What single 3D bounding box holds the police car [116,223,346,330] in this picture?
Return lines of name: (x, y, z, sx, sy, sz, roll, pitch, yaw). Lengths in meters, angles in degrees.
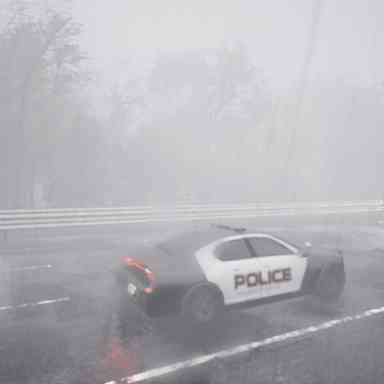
police car: (1.071, 1.468, 6.903, 4.974, 1.542, 2.038, -1, 0, -28)
